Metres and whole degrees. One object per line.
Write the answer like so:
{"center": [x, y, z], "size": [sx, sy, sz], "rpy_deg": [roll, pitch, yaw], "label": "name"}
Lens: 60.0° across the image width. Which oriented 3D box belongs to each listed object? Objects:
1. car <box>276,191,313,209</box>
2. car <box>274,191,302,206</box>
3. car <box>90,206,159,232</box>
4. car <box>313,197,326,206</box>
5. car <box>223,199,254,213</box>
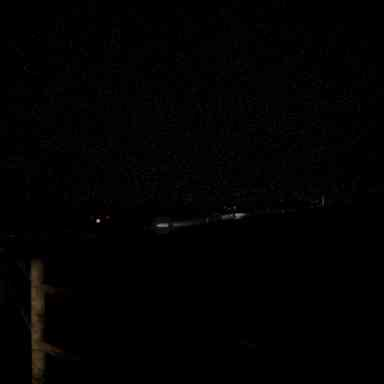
{"center": [13.495, 1.170, 43.539], "size": [2.150, 2.045, 5.566], "rpy_deg": [-3, -2, 36], "label": "car"}
{"center": [14.358, 0.899, 49.579], "size": [2.150, 2.045, 5.566], "rpy_deg": [-3, -2, 36], "label": "car"}
{"center": [-3.830, 1.498, 19.349], "size": [1.994, 1.385, 4.181], "rpy_deg": [-3, -2, 36], "label": "car"}
{"center": [19.540, 1.507, 52.059], "size": [2.033, 1.411, 5.357], "rpy_deg": [-3, -2, 36], "label": "car"}
{"center": [5.257, 1.552, 36.959], "size": [1.837, 1.490, 4.892], "rpy_deg": [-3, -1, 36], "label": "car"}
